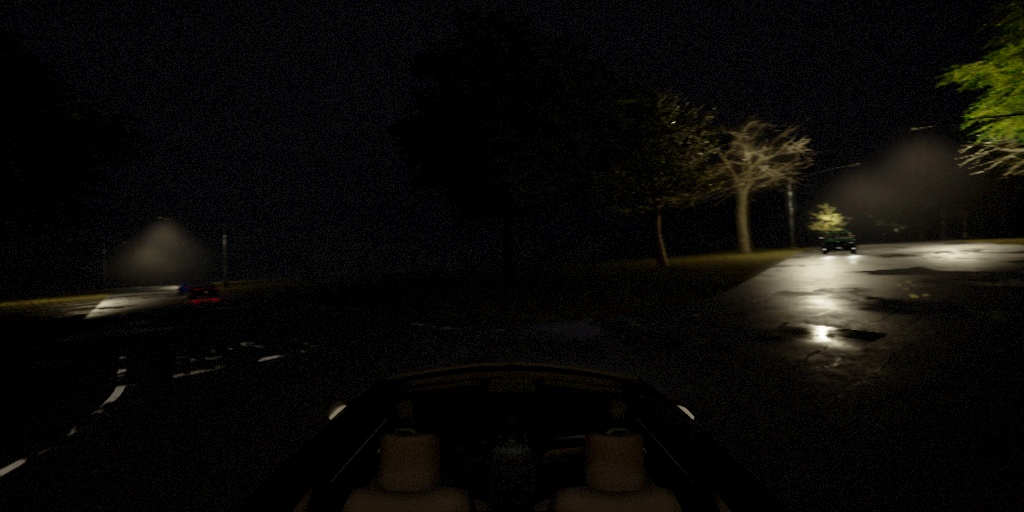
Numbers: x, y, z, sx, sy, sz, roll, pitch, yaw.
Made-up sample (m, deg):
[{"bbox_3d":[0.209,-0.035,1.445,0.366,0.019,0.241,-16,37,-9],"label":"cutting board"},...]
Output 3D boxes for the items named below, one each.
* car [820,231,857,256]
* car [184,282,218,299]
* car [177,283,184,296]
[{"bbox_3d":[28.996,-1.169,31.862,2.150,2.045,5.566,-3,1,42],"label":"car"},{"bbox_3d":[-30.723,3.379,35.584,5.008,1.535,1.882,-4,-2,43],"label":"car"},{"bbox_3d":[-38.243,3.827,42.551,5.008,1.535,1.882,-3,-1,43],"label":"car"}]
